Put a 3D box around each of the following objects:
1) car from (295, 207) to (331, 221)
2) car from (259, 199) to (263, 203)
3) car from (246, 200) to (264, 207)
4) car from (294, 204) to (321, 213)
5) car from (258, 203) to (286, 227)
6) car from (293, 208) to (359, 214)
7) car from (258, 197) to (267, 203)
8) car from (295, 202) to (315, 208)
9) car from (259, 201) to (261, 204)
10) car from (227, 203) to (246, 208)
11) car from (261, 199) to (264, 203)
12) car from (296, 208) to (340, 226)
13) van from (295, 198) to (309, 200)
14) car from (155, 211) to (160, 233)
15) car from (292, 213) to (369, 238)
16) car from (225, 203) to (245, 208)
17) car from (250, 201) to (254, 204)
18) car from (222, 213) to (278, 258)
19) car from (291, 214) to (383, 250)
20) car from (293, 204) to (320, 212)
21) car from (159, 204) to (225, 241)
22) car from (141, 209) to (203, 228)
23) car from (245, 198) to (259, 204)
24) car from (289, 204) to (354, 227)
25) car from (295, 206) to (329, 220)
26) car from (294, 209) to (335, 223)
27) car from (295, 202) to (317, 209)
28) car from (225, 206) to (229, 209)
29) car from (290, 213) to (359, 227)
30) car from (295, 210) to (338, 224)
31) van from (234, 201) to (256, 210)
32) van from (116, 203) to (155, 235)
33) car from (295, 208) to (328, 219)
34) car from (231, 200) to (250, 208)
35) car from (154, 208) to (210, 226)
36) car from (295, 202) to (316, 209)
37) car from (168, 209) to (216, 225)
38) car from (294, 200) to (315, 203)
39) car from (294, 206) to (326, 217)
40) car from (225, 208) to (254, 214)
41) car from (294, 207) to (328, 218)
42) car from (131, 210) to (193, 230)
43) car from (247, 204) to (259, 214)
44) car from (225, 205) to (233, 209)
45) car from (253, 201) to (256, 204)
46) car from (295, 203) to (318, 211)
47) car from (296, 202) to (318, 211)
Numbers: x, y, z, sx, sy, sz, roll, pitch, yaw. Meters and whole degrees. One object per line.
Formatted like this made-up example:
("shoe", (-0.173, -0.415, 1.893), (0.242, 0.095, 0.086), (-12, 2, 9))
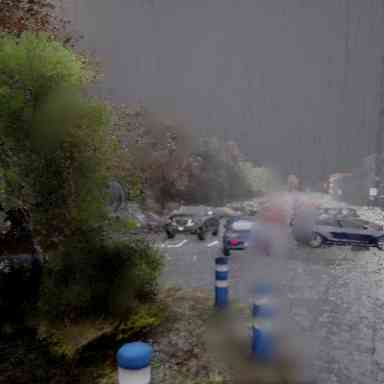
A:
("car", (16.615, 3.008, 45.792), (4.553, 1.767, 2.185), (1, -1, 17))
("car", (14.083, 3.192, 81.549), (5.008, 1.535, 2.097), (1, 0, 17))
("car", (17.434, 3.072, 92.173), (4.553, 1.767, 2.185), (1, 0, 17))
("car", (23.277, 3.305, 67.055), (5.008, 1.535, 2.097), (1, 0, 17))
("car", (8.528, 2.491, 34.681), (2.150, 2.045, 5.566), (1, -2, 17))
("car", (9.163, 2.158, 21.858), (4.553, 1.767, 2.185), (1, -3, 17))
("car", (16.604, 2.946, 89.516), (5.566, 2.045, 2.435), (1, 0, 17))
("car", (29.067, 3.360, 85.659), (4.674, 1.452, 2.002), (1, 0, 17))
("car", (13.257, 3.230, 78.889), (4.674, 1.452, 2.002), (1, 0, 17))
("car", (5.756, 3.096, 54.827), (5.008, 1.535, 2.097), (1, -1, 17))
("car", (14.911, 3.195, 84.208), (4.892, 1.521, 2.231), (1, 0, 17))
("car", (14.189, 2.811, 37.792), (4.553, 1.767, 2.185), (1, -1, 17))
("van", (26.475, 3.088, 77.720), (4.442, 1.987, 1.878), (1, 0, 17))
("car", (-3.358, 2.191, 25.548), (4.674, 1.452, 2.002), (1, -3, 17))
("car", (10.020, 2.417, 24.492), (5.008, 1.535, 2.097), (1, -2, 17))
("car", (5.108, 3.054, 52.108), (5.366, 1.575, 1.946), (1, -1, 17))
("car", (9.085, 3.176, 65.475), (5.008, 1.535, 2.097), (1, 0, 17))
("car", (2.305, 1.816, 14.159), (1.812, 1.442, 4.674), (1, -3, 6))
("car", (7.565, 2.032, 16.521), (4.792, 1.488, 2.163), (1, -3, 17))
("car", (23.923, 3.303, 69.769), (5.366, 1.575, 1.946), (1, 0, 17))
("car", (0.234, 1.746, 20.419), (2.150, 2.045, 5.566), (1, -3, 17))
("car", (-1.838, 2.411, 31.045), (5.366, 1.575, 1.946), (1, -2, 17))
("car", (10.803, 2.931, 70.903), (5.566, 2.045, 2.435), (1, 0, 17))
("car", (10.822, 2.290, 27.176), (5.566, 2.045, 2.435), (1, -2, 17))
("car", (17.441, 3.056, 48.446), (4.553, 1.767, 2.185), (1, -1, 17))
("car", (15.786, 3.105, 43.128), (4.792, 1.488, 2.163), (1, -1, 17))
("car", (27.408, 3.317, 80.345), (5.008, 1.535, 2.097), (1, 0, 17))
("car", (1.621, 2.808, 41.515), (5.008, 1.535, 2.097), (1, -1, 17))
("car", (8.335, 2.172, 19.193), (4.792, 1.488, 2.163), (1, -3, 17))
("car", (15.013, 3.040, 40.450), (4.792, 1.488, 2.163), (1, -1, 17))
("van", (11.716, 2.960, 73.536), (4.442, 1.987, 1.878), (1, 0, 17))
("van", (-4.848, 1.652, 20.316), (4.442, 1.987, 1.878), (1, -2, 17))
("car", (18.295, 3.261, 51.097), (4.674, 1.452, 2.002), (1, 0, 17))
("car", (6.567, 2.877, 57.499), (5.566, 2.045, 2.435), (1, 0, 17))
("car", (-1.008, 2.527, 33.712), (5.366, 1.575, 1.946), (1, -2, 17))
("car", (28.246, 3.318, 82.998), (5.008, 1.535, 2.097), (1, 0, 17))
("car", (-0.015, 2.661, 36.181), (4.792, 1.488, 2.163), (1, -2, 17))
("car", (22.419, 3.051, 64.407), (5.566, 2.045, 2.435), (1, 0, 17))
("car", (19.963, 3.276, 56.420), (5.008, 1.535, 2.097), (1, 0, 17))
("car", (5.051, 2.787, 35.912), (2.033, 1.411, 5.357), (1, -2, 17))
("car", (19.134, 3.253, 53.757), (5.008, 1.535, 2.097), (1, 0, 17))
("car", (-2.518, 2.321, 28.334), (4.792, 1.488, 2.163), (1, -3, 17))
("car", (10.386, 3.178, 52.728), (1.882, 1.535, 5.008), (1, -1, 17))
("car", (2.489, 2.887, 44.300), (4.892, 1.521, 2.231), (1, -1, 17))
("car", (9.768, 3.174, 68.308), (5.366, 1.575, 1.946), (1, 0, 17))
("car", (25.750, 3.314, 75.030), (4.892, 1.521, 2.231), (1, 0, 17))
("car", (24.922, 3.185, 72.242), (4.553, 1.767, 2.185), (1, 0, 17))
